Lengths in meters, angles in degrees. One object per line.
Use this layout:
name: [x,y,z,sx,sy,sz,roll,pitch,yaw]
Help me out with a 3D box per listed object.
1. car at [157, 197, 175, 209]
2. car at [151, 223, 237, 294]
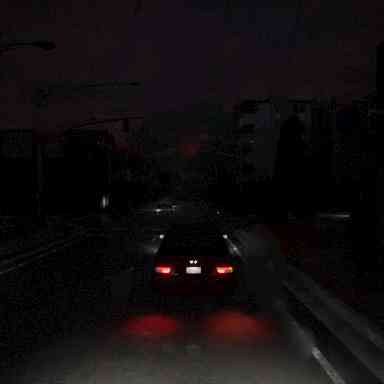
car: [-3.712,1.526,46.013,1.812,1.442,4.674,0,0,0]
car: [0.038,1.547,8.901,2.033,1.411,5.357,0,0,0]
